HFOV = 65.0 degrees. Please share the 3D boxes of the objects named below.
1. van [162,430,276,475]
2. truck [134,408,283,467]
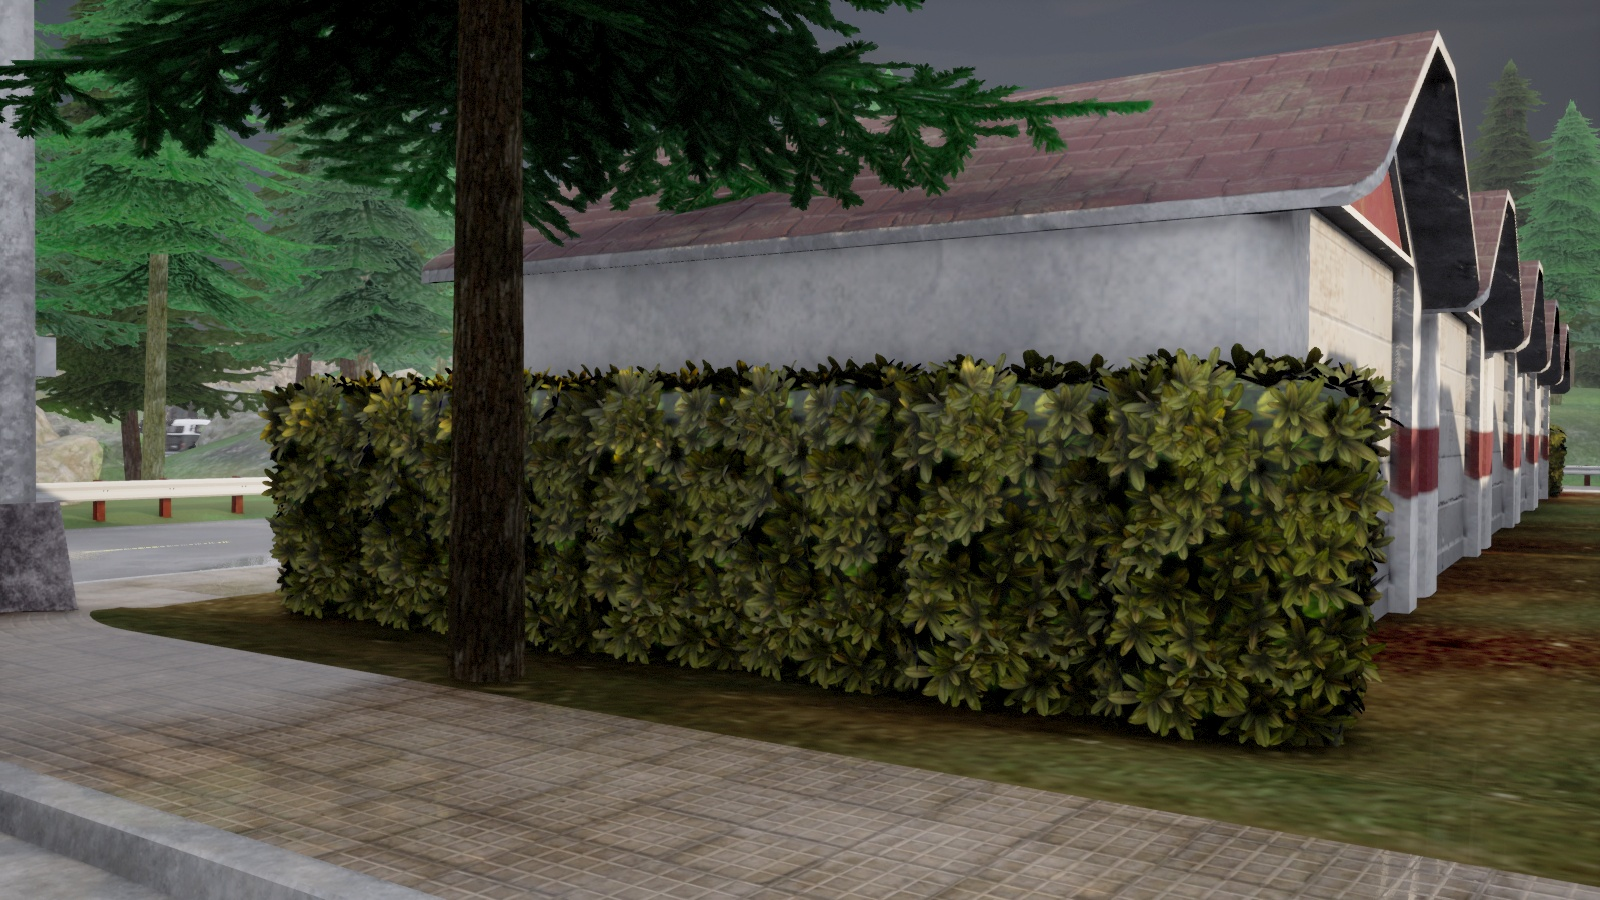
[{"bbox_3d":[-27.564,0.083,59.687,2.069,2.038,4.480,0,0,33],"label":"van"},{"bbox_3d":[-36.498,-0.786,77.812,2.891,3.462,7.936,0,1,34],"label":"truck"}]
